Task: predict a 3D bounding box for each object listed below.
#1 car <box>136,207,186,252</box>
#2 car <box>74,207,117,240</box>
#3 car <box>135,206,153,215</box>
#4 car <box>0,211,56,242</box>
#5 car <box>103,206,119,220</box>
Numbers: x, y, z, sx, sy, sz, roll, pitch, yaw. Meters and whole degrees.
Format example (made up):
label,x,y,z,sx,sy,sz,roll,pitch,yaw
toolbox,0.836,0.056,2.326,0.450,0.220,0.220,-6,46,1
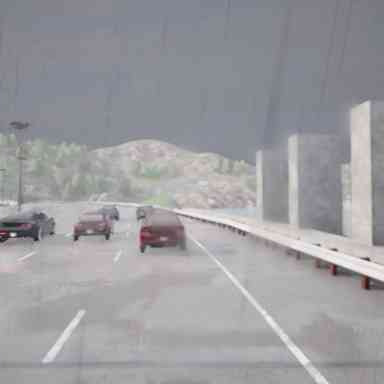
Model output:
label,x,y,z,sx,sy,sz,roll,pitch,yaw
car,-1.387,1.691,15.209,1.882,1.535,5.008,0,-1,-7
car,-5.472,1.824,18.882,1.812,1.442,4.674,0,-1,-9
car,-4.423,2.011,32.217,2.033,1.411,5.357,0,-1,-12
car,-8.925,1.827,18.372,1.837,1.490,4.892,0,-1,-9
car,-8.421,2.084,33.790,1.994,1.385,4.181,0,-1,-13
